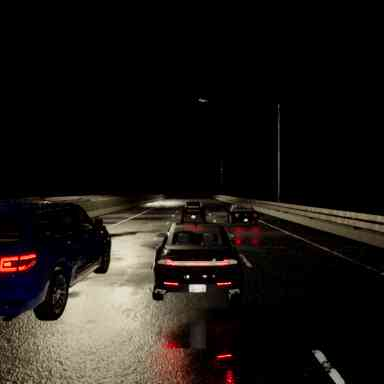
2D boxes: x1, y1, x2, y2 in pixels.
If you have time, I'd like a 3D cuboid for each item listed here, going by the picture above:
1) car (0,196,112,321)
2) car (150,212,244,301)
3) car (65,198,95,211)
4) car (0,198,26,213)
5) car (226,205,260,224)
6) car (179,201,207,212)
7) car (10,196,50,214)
[{"bbox_3d":[-3.396,1.219,7.391,2.150,2.045,5.566,0,0,0],"label":"car"},{"bbox_3d":[0.099,1.489,8.305,2.128,1.511,4.902,0,0,0],"label":"car"},{"bbox_3d":[-14.052,1.531,42.107,2.033,1.411,5.357,0,0,1],"label":"car"},{"bbox_3d":[-21.076,1.491,38.002,1.837,1.490,4.892,0,0,0],"label":"car"},{"bbox_3d":[3.598,1.592,24.479,1.895,1.301,4.718,0,0,0],"label":"car"},{"bbox_3d":[0.099,1.496,25.944,1.837,1.490,4.892,0,0,0],"label":"car"},{"bbox_3d":[-17.582,1.338,36.391,2.097,1.767,4.553,0,0,0],"label":"car"}]
